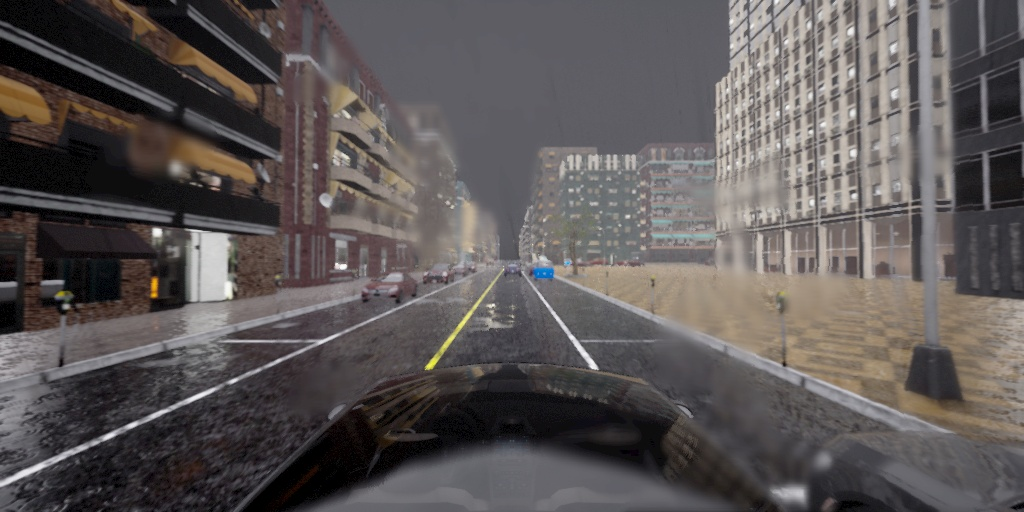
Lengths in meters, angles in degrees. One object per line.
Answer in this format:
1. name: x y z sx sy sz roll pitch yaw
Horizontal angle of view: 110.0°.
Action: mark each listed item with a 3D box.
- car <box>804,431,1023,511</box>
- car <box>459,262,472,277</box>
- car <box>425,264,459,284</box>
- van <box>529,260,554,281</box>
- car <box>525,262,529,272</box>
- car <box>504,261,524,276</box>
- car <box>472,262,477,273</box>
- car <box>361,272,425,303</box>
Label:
1. car: 2.692 1.293 0.482 2.007 1.370 4.403 0 0 0
2. car: -5.777 1.551 39.468 1.802 1.307 4.207 0 0 0
3. car: -5.701 1.344 28.329 1.967 1.591 4.097 0 0 0
4. van: 2.712 1.265 31.718 1.690 1.789 3.998 0 0 0
5. car: 2.766 1.519 40.179 1.888 1.381 4.507 0 0 0
6. car: 0.091 1.502 40.452 1.812 1.442 4.674 0 -1 0
7. car: -5.830 1.461 48.372 1.967 1.591 4.097 0 0 0
8. car: -5.693 1.422 17.190 1.802 1.307 4.207 0 0 0
